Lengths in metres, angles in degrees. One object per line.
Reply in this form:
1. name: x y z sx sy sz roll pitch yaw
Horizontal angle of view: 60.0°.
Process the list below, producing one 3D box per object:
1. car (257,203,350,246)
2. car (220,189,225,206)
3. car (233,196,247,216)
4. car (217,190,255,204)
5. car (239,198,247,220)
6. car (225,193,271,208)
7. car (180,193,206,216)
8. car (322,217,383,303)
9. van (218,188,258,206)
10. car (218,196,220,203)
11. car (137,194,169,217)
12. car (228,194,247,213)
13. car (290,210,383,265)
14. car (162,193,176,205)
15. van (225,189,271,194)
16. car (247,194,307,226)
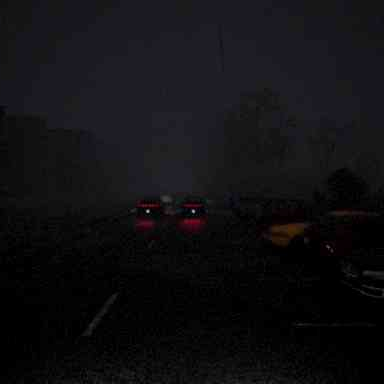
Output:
1. car: 5.351 1.348 12.185 5.366 1.575 1.946 0 1 0
2. car: 5.504 0.823 34.346 4.553 1.767 2.185 0 1 0
3. car: 5.539 1.219 23.203 4.674 1.452 2.002 0 1 0
4. car: 5.565 0.609 42.481 4.553 1.767 2.185 0 2 0
5. car: 5.534 1.267 20.450 4.674 1.452 2.002 0 1 0
6. car: 5.565 1.101 28.713 4.792 1.488 2.163 0 1 0
7. car: 0.097 1.128 27.198 1.837 1.490 4.892 0 1 0
8. car: 5.543 1.416 6.675 4.892 1.521 2.231 0 1 0
9. van: 5.419 0.587 39.727 4.442 1.987 1.878 0 2 0
10. car: 5.529 0.885 36.975 4.892 1.521 2.231 0 1 0
11. car: -3.167 1.140 26.396 1.837 1.490 4.892 0 0 0
12. car: 5.506 1.158 25.961 4.792 1.488 2.163 0 1 0
13. car: 5.566 1.416 9.426 4.792 1.488 2.163 0 1 0
14. car: -3.155 0.792 42.028 1.812 1.442 4.674 0 2 0
15. van: 5.652 0.788 31.460 4.442 1.987 1.878 0 1 0
16. car: 5.506 1.149 17.686 4.553 1.767 2.185 0 1 0
